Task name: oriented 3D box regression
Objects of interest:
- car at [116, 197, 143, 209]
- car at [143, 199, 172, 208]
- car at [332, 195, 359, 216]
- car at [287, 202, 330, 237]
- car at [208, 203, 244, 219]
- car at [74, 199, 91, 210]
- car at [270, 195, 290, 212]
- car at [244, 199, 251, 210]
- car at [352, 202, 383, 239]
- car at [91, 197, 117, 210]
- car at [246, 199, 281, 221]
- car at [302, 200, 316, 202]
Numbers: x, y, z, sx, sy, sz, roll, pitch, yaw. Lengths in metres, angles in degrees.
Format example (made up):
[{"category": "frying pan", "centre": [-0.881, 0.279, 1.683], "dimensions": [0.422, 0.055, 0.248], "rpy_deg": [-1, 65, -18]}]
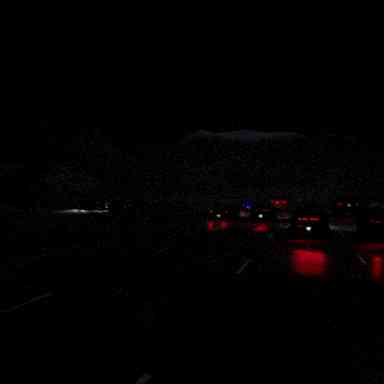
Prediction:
[{"category": "car", "centre": [-7.298, 1.624, 42.780], "dimensions": [1.837, 1.490, 4.892], "rpy_deg": [0, -1, 20]}, {"category": "car", "centre": [-3.970, 1.679, 41.692], "dimensions": [1.994, 1.385, 4.181], "rpy_deg": [0, 0, 20]}, {"category": "car", "centre": [15.512, 1.339, 33.482], "dimensions": [2.150, 2.045, 5.566], "rpy_deg": [0, 0, 19]}, {"category": "car", "centre": [6.501, 1.526, 18.452], "dimensions": [1.837, 1.490, 4.892], "rpy_deg": [0, 0, 19]}, {"category": "car", "centre": [2.938, 1.669, 29.398], "dimensions": [1.895, 1.301, 4.718], "rpy_deg": [0, 0, 19]}, {"category": "car", "centre": [-13.982, 1.672, 44.894], "dimensions": [1.994, 1.385, 4.181], "rpy_deg": [0, 0, 19]}, {"category": "car", "centre": [10.911, 1.367, 41.482], "dimensions": [2.150, 2.045, 5.566], "rpy_deg": [0, 0, 19]}, {"category": "car", "centre": [7.462, 1.668, 42.223], "dimensions": [1.812, 1.442, 4.674], "rpy_deg": [0, 0, 19]}, {"category": "car", "centre": [9.722, 1.501, 17.063], "dimensions": [1.882, 1.535, 5.008], "rpy_deg": [0, 0, 19]}, {"category": "car", "centre": [-10.705, 1.459, 43.653], "dimensions": [2.097, 1.767, 4.553], "rpy_deg": [0, 0, 20]}, {"category": "car", "centre": [6.071, 1.572, 27.758], "dimensions": [1.837, 1.490, 4.892], "rpy_deg": [0, 0, 19]}, {"category": "car", "centre": [12.034, 1.603, 34.151], "dimensions": [2.128, 1.511, 4.902], "rpy_deg": [0, 0, 20]}]
